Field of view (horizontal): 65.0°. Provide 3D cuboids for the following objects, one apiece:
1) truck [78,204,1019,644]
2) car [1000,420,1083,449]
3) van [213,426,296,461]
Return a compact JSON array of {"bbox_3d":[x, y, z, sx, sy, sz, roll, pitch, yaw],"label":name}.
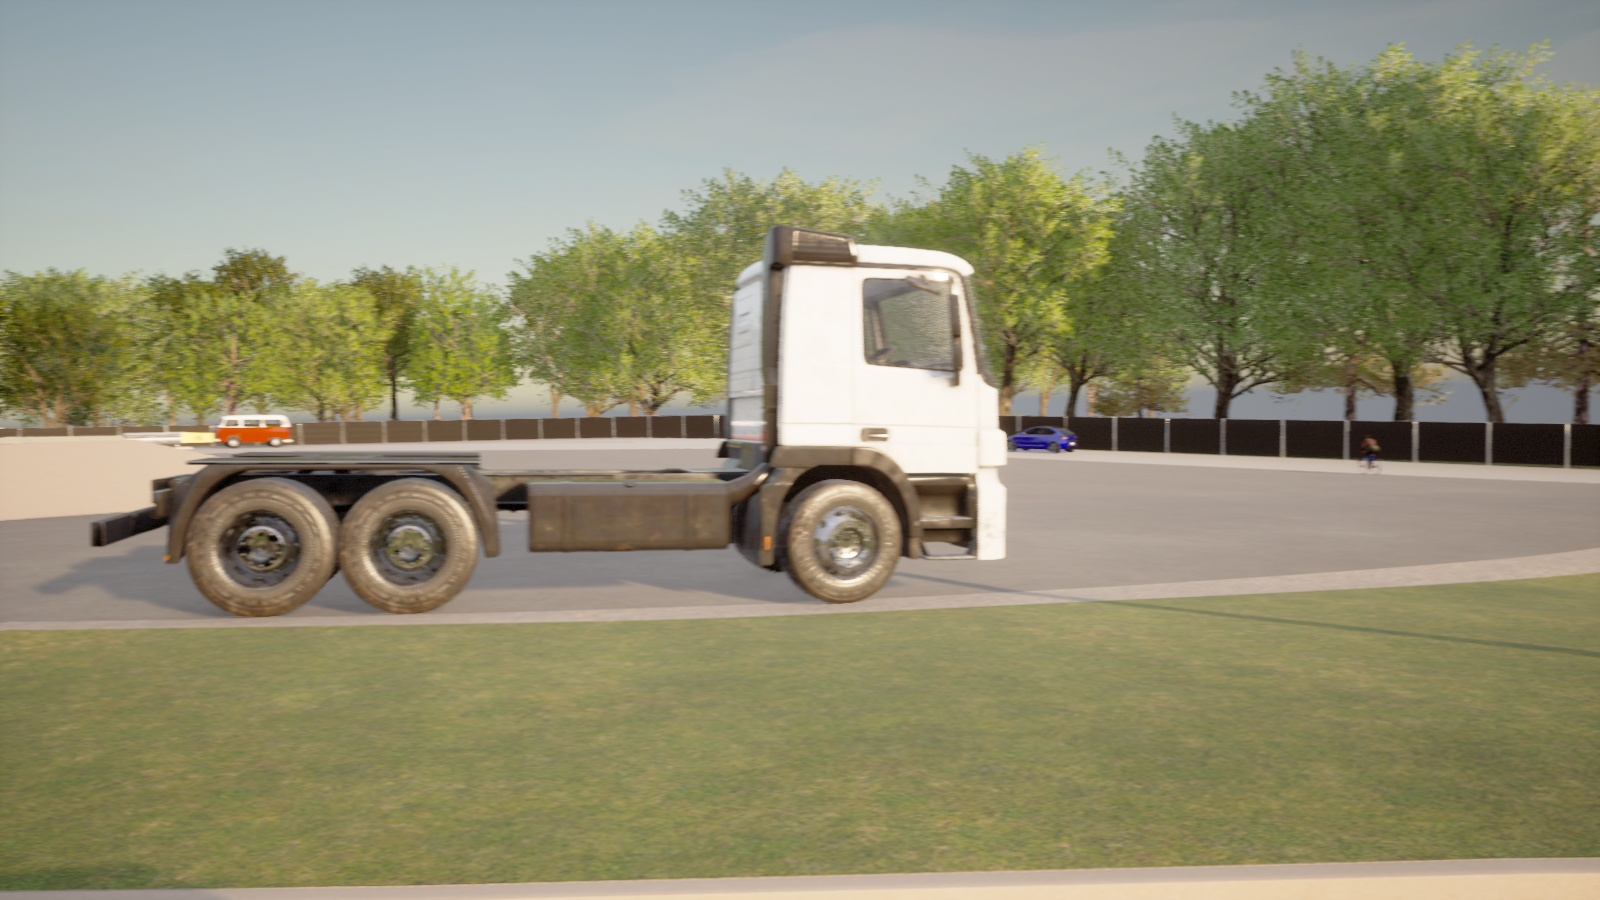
[{"bbox_3d":[-2.147,-0.299,12.259,7.936,3.462,2.891,-1,1,-14],"label":"truck"},{"bbox_3d":[13.404,-0.893,69.821,4.193,1.474,1.816,1,5,42],"label":"car"},{"bbox_3d":[-34.210,-0.449,78.752,4.480,2.038,2.069,-2,3,-32],"label":"van"}]
